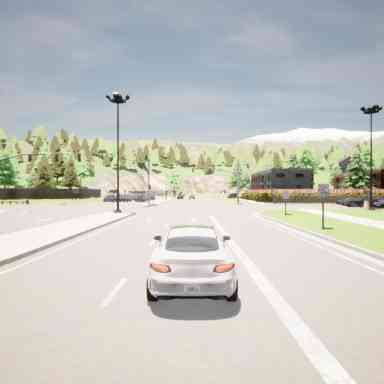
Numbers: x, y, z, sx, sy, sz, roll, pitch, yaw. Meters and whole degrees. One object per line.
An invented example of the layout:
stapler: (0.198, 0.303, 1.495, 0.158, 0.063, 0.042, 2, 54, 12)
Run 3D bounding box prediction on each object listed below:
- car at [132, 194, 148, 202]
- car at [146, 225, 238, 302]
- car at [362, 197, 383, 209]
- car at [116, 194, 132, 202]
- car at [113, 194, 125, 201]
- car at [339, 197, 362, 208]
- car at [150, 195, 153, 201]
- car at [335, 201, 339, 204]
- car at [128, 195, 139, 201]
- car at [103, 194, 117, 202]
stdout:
car: (-11.462, 1.355, 74.817, 2.097, 1.767, 4.553, 0, 0, 0)
car: (0.004, 1.526, 8.149, 1.812, 1.442, 4.674, 0, 0, 0)
car: (25.834, 1.548, 43.637, 5.357, 1.411, 2.033, 0, 0, -1)
car: (-14.962, 1.540, 75.106, 2.033, 1.411, 5.357, 0, 0, 0)
car: (-18.458, 1.355, 84.722, 2.097, 1.767, 4.553, 0, 0, 0)
car: (24.151, 1.478, 47.121, 5.008, 1.535, 1.882, 0, 0, -1)
car: (-11.458, 1.595, 83.643, 1.895, 1.301, 4.718, 0, 0, 0)
car: (26.279, 1.548, 54.137, 5.357, 1.411, 2.033, 0, 0, 0)
car: (-14.957, 1.540, 85.133, 2.033, 1.411, 5.357, 0, 0, 0)
car: (-18.462, 1.355, 74.906, 2.097, 1.767, 4.553, 0, 0, 0)
